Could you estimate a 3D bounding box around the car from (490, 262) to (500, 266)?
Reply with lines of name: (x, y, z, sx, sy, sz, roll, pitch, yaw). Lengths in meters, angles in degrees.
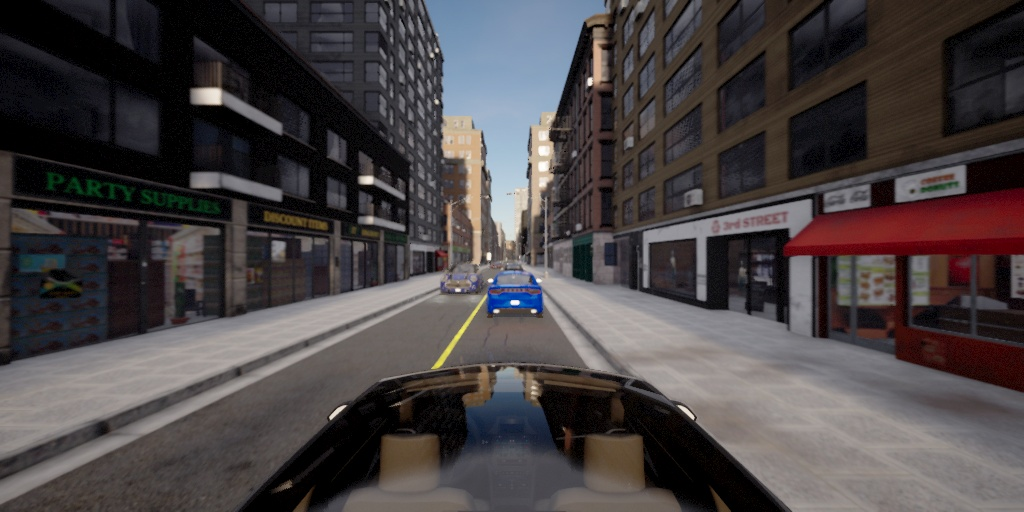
car: (-2.746, 1.660, 63.032, 1.994, 1.385, 4.181, 0, 0, 1)

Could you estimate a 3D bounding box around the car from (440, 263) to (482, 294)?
car: (-2.836, 1.220, 21.092, 2.097, 1.767, 4.553, 0, 0, 0)

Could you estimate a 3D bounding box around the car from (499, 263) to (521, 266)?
car: (0.119, 1.427, 30.532, 1.837, 1.490, 4.892, 0, 0, 0)

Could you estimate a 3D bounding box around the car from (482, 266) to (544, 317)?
car: (0.102, 1.301, 13.539, 1.882, 1.535, 5.008, 0, 0, 0)
